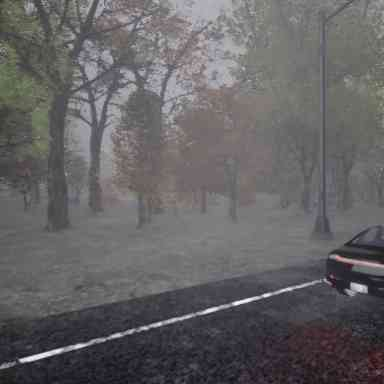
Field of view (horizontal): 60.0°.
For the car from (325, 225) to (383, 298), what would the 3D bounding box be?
[{"bbox_3d":[4.903,1.459,7.246,4.902,1.511,2.128,0,0,-35],"label":"car"}]
